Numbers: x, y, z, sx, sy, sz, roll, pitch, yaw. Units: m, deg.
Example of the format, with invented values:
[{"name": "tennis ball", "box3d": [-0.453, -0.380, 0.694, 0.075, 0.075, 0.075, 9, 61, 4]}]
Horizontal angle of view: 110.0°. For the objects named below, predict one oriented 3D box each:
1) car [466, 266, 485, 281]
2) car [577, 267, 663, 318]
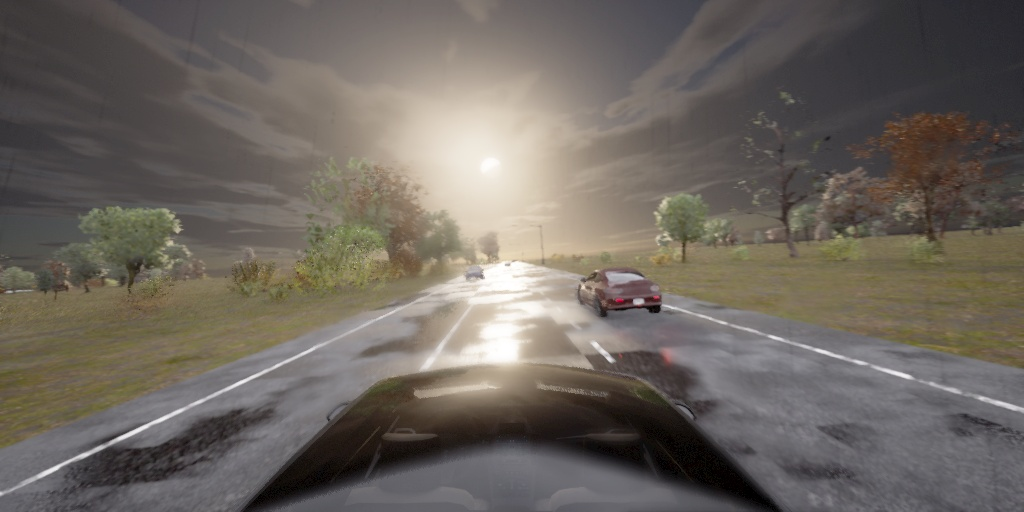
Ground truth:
[{"name": "car", "box3d": [-3.940, 1.866, 38.772, 1.812, 1.442, 4.674, -4, 0, -1]}, {"name": "car", "box3d": [3.436, 1.103, 12.125, 1.812, 1.442, 4.674, -4, 0, -1]}]
